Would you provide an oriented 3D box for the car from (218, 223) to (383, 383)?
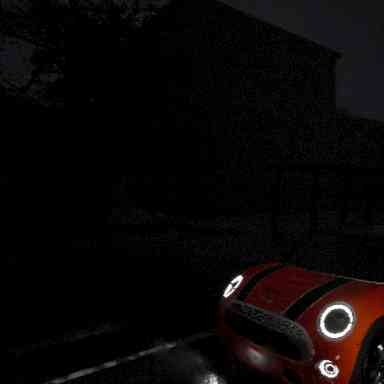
[{"bbox_3d":[2.581,1.348,5.218,4.553,1.767,2.097,0,0,-35],"label":"car"}]
